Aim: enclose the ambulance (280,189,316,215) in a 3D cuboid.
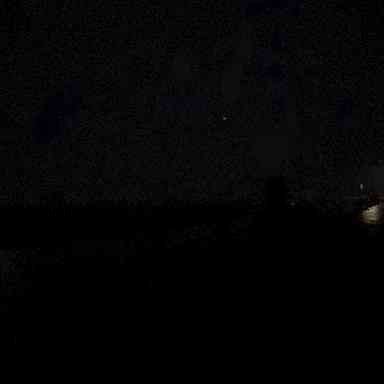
[{"bbox_3d":[11.002,0.967,34.990,2.351,2.431,6.366,1,2,35],"label":"ambulance"}]
